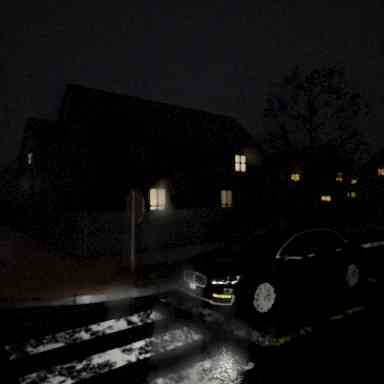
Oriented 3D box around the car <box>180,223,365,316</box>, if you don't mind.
[{"bbox_3d":[2.016,1.511,7.589,4.892,1.490,1.837,0,0,-34],"label":"car"}]
